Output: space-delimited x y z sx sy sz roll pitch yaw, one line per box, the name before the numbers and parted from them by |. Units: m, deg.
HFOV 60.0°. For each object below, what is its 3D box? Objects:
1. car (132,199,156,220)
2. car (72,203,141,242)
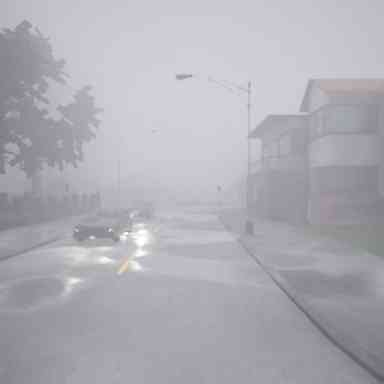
car | -4.028 1.346 26.534 2.128 1.511 4.902 0 0 0
car | -4.060 1.458 16.196 2.033 1.411 5.357 0 0 0
